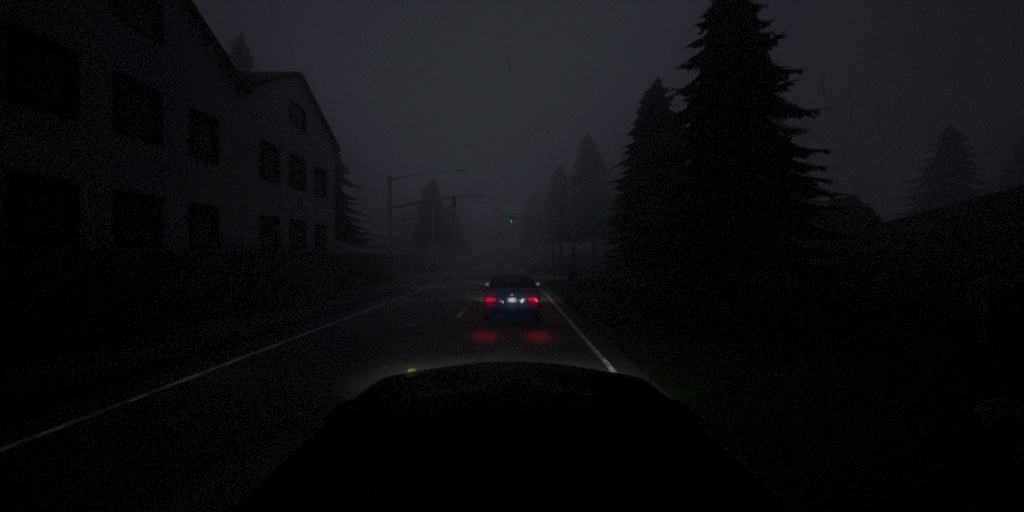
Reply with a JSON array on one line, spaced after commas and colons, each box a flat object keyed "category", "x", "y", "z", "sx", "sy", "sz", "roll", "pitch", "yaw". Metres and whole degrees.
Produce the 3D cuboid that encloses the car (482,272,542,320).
[{"category": "car", "x": 0.021, "y": 1.275, "z": 12.493, "sx": 2.033, "sy": 1.411, "sz": 5.357, "roll": 0, "pitch": 0, "yaw": 0}]
